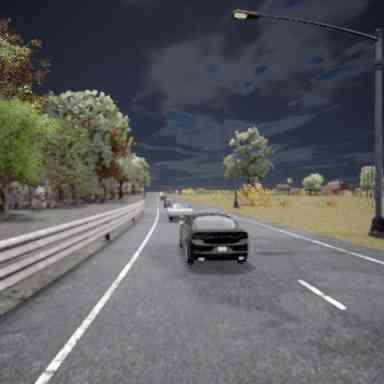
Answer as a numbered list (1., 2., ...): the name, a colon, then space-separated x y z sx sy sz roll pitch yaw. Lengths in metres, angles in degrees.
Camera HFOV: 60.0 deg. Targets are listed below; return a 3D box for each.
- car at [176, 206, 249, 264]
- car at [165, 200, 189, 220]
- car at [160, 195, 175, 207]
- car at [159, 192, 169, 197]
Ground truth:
1. car: 0.606 1.472 11.902 1.882 1.535 5.008 0 0 -6
2. car: -1.017 1.578 27.492 1.895 1.301 4.718 0 0 -6
3. car: -3.228 1.497 48.788 2.033 1.411 5.357 0 0 -6
4. car: -6.782 1.390 83.009 1.837 1.490 4.892 0 0 -6
